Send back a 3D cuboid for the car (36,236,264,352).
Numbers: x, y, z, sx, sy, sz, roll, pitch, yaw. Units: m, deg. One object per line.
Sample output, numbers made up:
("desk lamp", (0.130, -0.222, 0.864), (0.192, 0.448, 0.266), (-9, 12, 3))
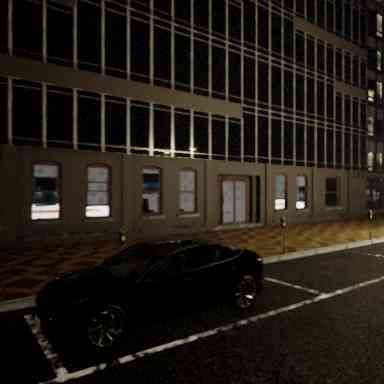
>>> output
("car", (-0.509, 1.562, 6.194), (4.313, 1.339, 1.947), (0, 0, -35))
